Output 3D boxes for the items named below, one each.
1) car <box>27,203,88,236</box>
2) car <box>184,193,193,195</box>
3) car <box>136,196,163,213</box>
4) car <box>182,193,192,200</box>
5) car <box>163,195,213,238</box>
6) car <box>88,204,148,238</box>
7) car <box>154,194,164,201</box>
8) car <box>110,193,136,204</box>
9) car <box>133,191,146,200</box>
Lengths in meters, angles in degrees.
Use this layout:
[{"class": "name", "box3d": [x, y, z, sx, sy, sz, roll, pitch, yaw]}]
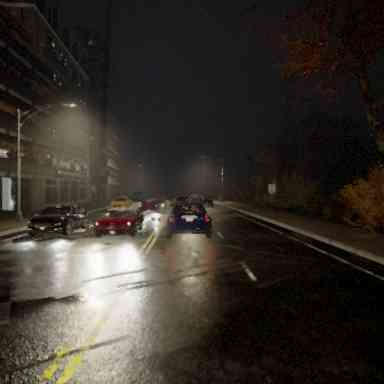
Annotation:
[{"class": "car", "box3d": [-6.886, 1.398, 17.588, 1.837, 1.490, 4.892, 0, 0, -1]}, {"class": "car", "box3d": [-1.123, 1.247, 39.656, 1.837, 1.490, 4.892, 0, 0, -3]}, {"class": "car", "box3d": [-4.271, 1.383, 34.257, 1.895, 1.301, 4.718, 0, 0, -3]}, {"class": "car", "box3d": [-1.234, 1.024, 77.762, 1.994, 1.385, 4.181, 0, 0, -7]}, {"class": "car", "box3d": [-0.163, 1.244, 16.979, 2.097, 1.767, 4.553, 0, 0, -1]}, {"class": "car", "box3d": [-3.610, 1.495, 17.112, 1.895, 1.301, 4.718, 0, 0, -1]}, {"class": "car", "box3d": [-5.497, 1.137, 54.535, 1.882, 1.535, 5.008, 0, 0, -5]}, {"class": "car", "box3d": [-7.621, 1.250, 36.096, 1.882, 1.535, 5.008, 0, 0, -3]}, {"class": "car", "box3d": [-8.735, 0.925, 54.259, 2.150, 2.045, 5.566, 0, 0, -5]}]
